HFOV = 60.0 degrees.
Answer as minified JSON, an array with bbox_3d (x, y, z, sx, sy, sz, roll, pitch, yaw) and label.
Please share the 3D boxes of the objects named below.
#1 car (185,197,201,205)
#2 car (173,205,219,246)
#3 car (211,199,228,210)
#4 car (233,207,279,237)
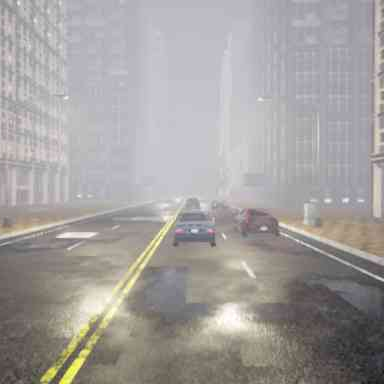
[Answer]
[{"bbox_3d":[0.108,1.490,44.317,1.837,1.490,4.892,0,0,0],"label":"car"},{"bbox_3d":[0.103,1.546,15.315,2.033,1.411,5.357,0,0,0],"label":"car"},{"bbox_3d":[3.359,1.586,42.002,1.895,1.301,4.718,0,0,0],"label":"car"},{"bbox_3d":[3.354,1.524,17.810,1.812,1.442,4.674,0,0,0],"label":"car"}]
